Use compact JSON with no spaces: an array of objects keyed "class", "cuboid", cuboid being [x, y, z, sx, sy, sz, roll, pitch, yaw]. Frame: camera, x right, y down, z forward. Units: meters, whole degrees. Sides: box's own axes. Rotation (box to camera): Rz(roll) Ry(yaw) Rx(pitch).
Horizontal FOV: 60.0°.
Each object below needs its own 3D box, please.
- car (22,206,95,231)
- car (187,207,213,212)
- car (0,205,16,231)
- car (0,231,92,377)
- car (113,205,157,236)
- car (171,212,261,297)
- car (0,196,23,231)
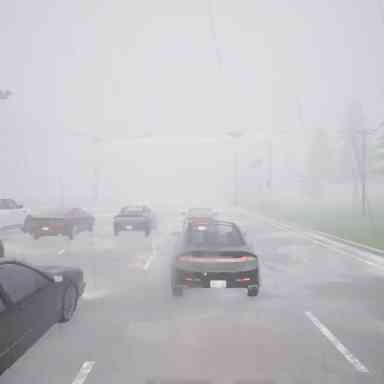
[{"class":"car","cuboid":[-6.554,1.479,17.335,1.882,1.535,5.008,0,0,0]},{"class":"car","cuboid":[0.434,1.527,17.955,1.812,1.442,4.674,0,0,0]},{"class":"car","cuboid":[-6.532,1.352,7.933,2.097,1.767,4.553,0,0,0]},{"class":"car","cuboid":[-2.998,1.548,4.104,2.033,1.411,5.357,0,0,0]},{"class":"car","cuboid":[-3.060,1.494,18.559,2.128,1.511,4.902,0,0,0]},{"class":"car","cuboid":[0.482,1.492,8.586,2.128,1.511,4.902,0,0,0]},{"class":"car","cuboid":[-10.050,1.222,16.617,2.150,2.045,5.566,0,0,0]}]
